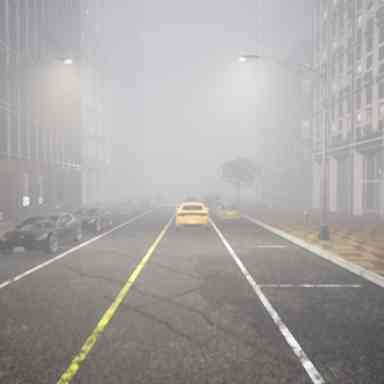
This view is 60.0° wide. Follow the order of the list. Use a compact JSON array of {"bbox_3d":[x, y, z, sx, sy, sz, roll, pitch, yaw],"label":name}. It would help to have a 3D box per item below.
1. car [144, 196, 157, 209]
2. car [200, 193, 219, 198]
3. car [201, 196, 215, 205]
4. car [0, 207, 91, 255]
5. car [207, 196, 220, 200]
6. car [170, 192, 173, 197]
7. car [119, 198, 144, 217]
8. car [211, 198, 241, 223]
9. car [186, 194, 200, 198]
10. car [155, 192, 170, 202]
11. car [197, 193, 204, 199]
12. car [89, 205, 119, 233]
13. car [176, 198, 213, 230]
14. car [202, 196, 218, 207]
[{"bbox_3d":[-5.855,1.416,41.573,1.802,1.307,4.206,-1,0,0],"label":"car"},{"bbox_3d":[2.521,1.133,41.550,2.192,1.841,5.009,-1,0,0],"label":"car"},{"bbox_3d":[2.481,1.306,52.903,1.887,1.381,4.507,-1,0,0],"label":"car"},{"bbox_3d":[-5.746,1.527,13.201,1.947,1.339,4.313,-1,0,0],"label":"car"},{"bbox_3d":[2.568,1.395,30.371,1.752,1.417,4.829,-1,0,0],"label":"car"},{"bbox_3d":[-5.986,1.177,75.449,1.752,1.417,4.829,-1,0,0],"label":"car"},{"bbox_3d":[-5.811,1.413,30.053,1.752,1.417,4.829,-1,0,0],"label":"car"},{"bbox_3d":[2.590,1.420,24.697,1.752,1.417,4.829,-1,0,0],"label":"car"},{"bbox_3d":[-0.058,1.322,42.711,1.837,1.490,4.892,0,0,0],"label":"car"},{"bbox_3d":[-5.947,1.031,64.269,2.192,1.841,5.009,-1,0,0],"label":"car"},{"bbox_3d":[2.327,0.969,92.626,1.967,1.590,4.097,-1,0,0],"label":"car"},{"bbox_3d":[-5.768,1.502,18.875,1.947,1.339,4.313,-1,0,0],"label":"car"},{"bbox_3d":[0.026,1.396,20.364,1.882,1.535,5.008,0,1,0],"label":"car"},{"bbox_3d":[2.504,1.356,47.226,1.947,1.339,4.313,-1,0,0],"label":"car"}]
